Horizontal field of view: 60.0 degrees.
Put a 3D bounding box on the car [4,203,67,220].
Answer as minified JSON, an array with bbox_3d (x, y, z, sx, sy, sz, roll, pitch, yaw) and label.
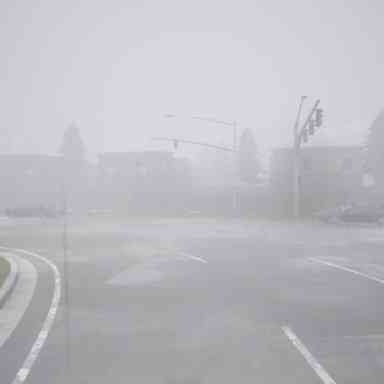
[{"bbox_3d":[-13.030,1.601,27.703,4.718,1.301,1.895,0,0,12],"label":"car"}]

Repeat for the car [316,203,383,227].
[{"bbox_3d":[11.071,1.492,22.577,4.902,1.511,2.128,0,0,12],"label":"car"}]
